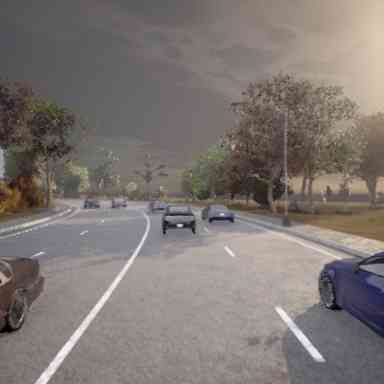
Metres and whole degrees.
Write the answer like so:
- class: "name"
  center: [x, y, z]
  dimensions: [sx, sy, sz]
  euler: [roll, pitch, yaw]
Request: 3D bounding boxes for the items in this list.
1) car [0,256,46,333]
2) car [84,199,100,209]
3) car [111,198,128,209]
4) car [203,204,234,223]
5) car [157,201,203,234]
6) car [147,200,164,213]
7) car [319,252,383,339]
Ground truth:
- class: "car"
  center: [-3.673, 1.552, 4.046]
  dimensions: [2.033, 1.411, 5.357]
  euler: [0, 0, -1]
- class: "car"
  center: [-13.630, 1.580, 45.313]
  dimensions: [1.994, 1.385, 4.181]
  euler: [0, 0, -19]
- class: "car"
  center: [-9.939, 1.546, 45.343]
  dimensions: [1.812, 1.442, 4.674]
  euler: [0, 0, -18]
- class: "car"
  center: [1.903, 1.577, 25.818]
  dimensions: [1.994, 1.385, 4.181]
  euler: [0, 0, -8]
- class: "car"
  center: [-0.857, 1.502, 19.512]
  dimensions: [2.128, 1.511, 4.902]
  euler: [0, 0, -6]
- class: "car"
  center: [-3.915, 1.568, 37.881]
  dimensions: [2.033, 1.411, 5.357]
  euler: [0, 0, -14]
- class: "car"
  center: [3.498, 1.525, 4.813]
  dimensions: [1.812, 1.442, 4.674]
  euler: [0, 0, -1]
